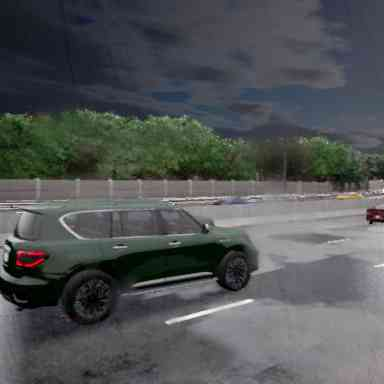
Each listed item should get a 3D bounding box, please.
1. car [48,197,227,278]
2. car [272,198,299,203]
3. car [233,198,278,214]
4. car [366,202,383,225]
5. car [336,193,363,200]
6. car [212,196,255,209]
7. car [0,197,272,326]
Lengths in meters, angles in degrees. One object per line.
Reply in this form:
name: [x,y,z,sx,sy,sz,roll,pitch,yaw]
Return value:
car: [-1.636,1.221,11.175,5.566,2.045,2.150,0,0,-35]
car: [8.420,1.351,31.399,4.892,1.490,1.837,-1,1,-35]
car: [6.597,1.369,34.386,4.674,1.442,1.812,-1,0,-35]
car: [13.407,1.347,21.837,5.008,1.535,1.882,-1,1,-35]
car: [24.131,0.867,50.947,5.008,1.535,1.882,-1,1,-34]
car: [5.303,1.337,42.032,5.357,1.411,2.033,-1,1,-35]
car: [-1.023,1.221,7.314,5.566,2.045,2.150,0,0,-35]
